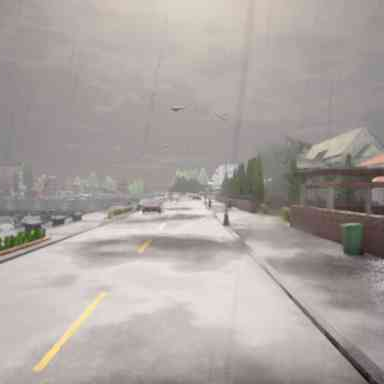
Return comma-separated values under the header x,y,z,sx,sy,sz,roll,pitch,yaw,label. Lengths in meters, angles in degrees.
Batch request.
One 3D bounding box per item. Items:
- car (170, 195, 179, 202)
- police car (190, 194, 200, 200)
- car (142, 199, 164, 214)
x,y,z,sx,sy,sz,roll,pitch,yaw,label
-4.028,1.542,77.510,2.128,1.511,4.902,0,0,0,car
1.166,1.467,94.666,1.930,1.638,5.238,0,0,0,police car
-4.106,1.493,35.545,1.882,1.535,5.008,0,0,0,car
